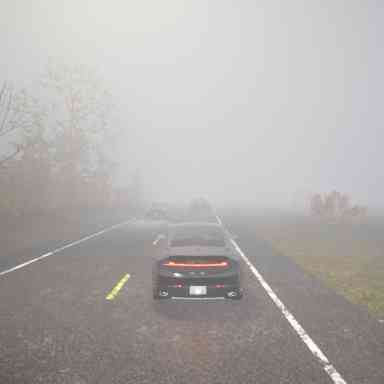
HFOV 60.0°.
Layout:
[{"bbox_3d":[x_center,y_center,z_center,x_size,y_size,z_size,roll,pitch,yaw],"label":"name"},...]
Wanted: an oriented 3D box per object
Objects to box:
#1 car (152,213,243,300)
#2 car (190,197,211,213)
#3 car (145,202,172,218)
[{"bbox_3d":[0.137,1.508,8.369,1.837,1.490,4.892,0,0,1],"label":"car"},{"bbox_3d":[0.985,1.381,37.446,2.097,1.767,4.553,0,0,4],"label":"car"},{"bbox_3d":[-2.992,1.623,30.262,1.895,1.301,4.718,0,0,3],"label":"car"}]
